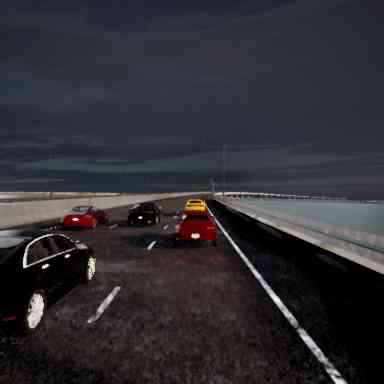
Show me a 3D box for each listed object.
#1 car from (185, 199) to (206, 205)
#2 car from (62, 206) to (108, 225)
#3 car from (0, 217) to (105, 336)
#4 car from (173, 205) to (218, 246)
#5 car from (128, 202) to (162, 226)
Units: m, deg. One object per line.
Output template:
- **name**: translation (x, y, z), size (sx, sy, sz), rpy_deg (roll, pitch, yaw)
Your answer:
- **car**: translation (0.329, 1.479, 33.379), size (1.882, 1.535, 5.008), rpy_deg (0, 0, 1)
- **car**: translation (-6.797, 1.567, 21.426), size (1.994, 1.385, 4.181), rpy_deg (0, 0, 0)
- **car**: translation (-3.384, 1.507, 6.666), size (1.837, 1.490, 4.892), rpy_deg (0, 0, 0)
- **car**: translation (0.143, 1.528, 15.142), size (1.812, 1.442, 4.674), rpy_deg (0, 0, 0)
- **car**: translation (-3.276, 1.481, 23.768), size (1.882, 1.535, 5.008), rpy_deg (0, 0, 1)
